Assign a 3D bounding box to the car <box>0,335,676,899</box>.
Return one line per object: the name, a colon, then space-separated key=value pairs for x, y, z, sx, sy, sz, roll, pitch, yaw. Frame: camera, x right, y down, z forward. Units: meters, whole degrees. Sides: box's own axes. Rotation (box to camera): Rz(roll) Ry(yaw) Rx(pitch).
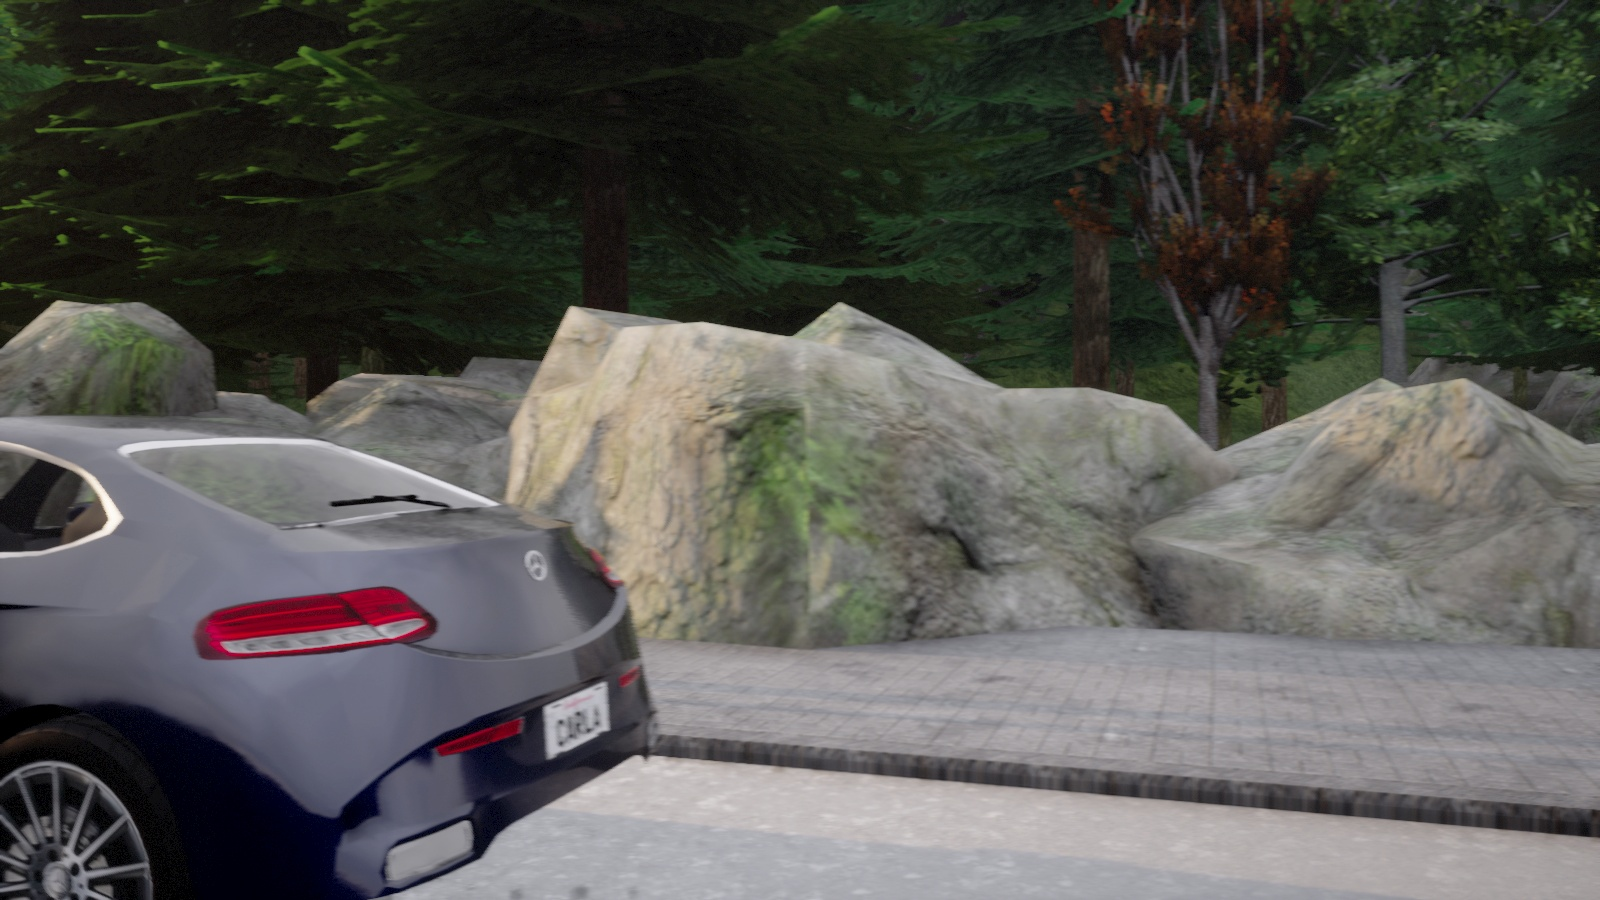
car: x=-3.221 y=0.516 z=4.802 sx=5.027 sy=1.651 sz=2.152 roll=1 pitch=1 yaw=19
